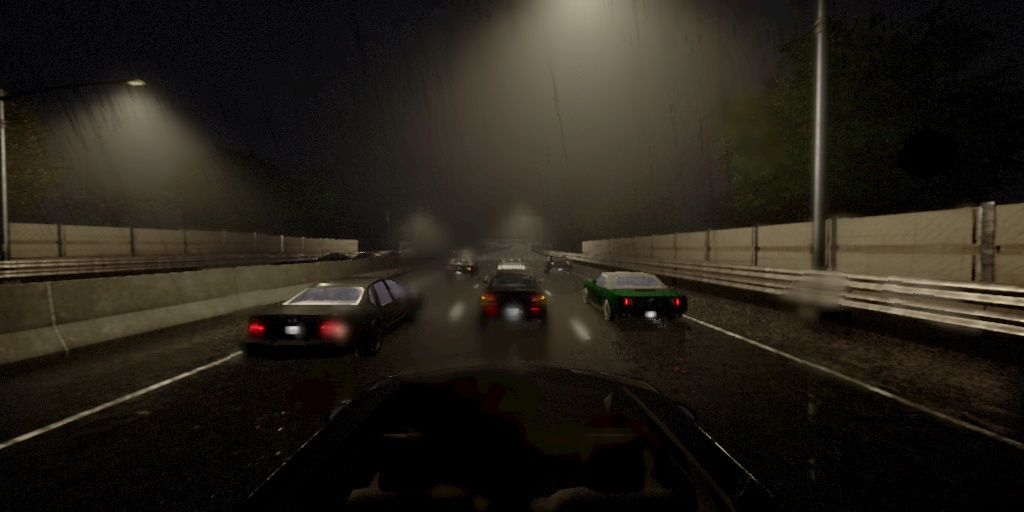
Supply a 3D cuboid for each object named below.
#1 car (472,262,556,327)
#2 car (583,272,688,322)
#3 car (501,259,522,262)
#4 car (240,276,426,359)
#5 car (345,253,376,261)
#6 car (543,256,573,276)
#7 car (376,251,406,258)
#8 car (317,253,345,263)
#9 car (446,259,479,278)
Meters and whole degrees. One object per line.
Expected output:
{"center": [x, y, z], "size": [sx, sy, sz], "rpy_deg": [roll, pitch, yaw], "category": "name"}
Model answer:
{"center": [0.042, 1.095, 10.643], "size": [1.812, 1.442, 4.674], "rpy_deg": [0, 1, 0], "category": "car"}
{"center": [3.547, 1.154, 11.373], "size": [1.895, 1.301, 4.718], "rpy_deg": [0, 1, 0], "category": "car"}
{"center": [-0.007, 0.844, 26.417], "size": [1.895, 1.301, 4.718], "rpy_deg": [0, 1, 0], "category": "car"}
{"center": [-3.458, 1.167, 8.193], "size": [2.033, 1.411, 5.357], "rpy_deg": [0, 1, 0], "category": "car"}
{"center": [-17.737, 0.382, 43.232], "size": [1.837, 1.490, 4.892], "rpy_deg": [0, 1, 0], "category": "car"}
{"center": [3.490, 0.702, 27.939], "size": [2.128, 1.511, 4.902], "rpy_deg": [0, 1, 0], "category": "car"}
{"center": [-14.237, 0.224, 43.366], "size": [2.097, 1.767, 4.553], "rpy_deg": [0, 1, 0], "category": "car"}
{"center": [-21.235, 0.365, 42.773], "size": [1.882, 1.535, 5.008], "rpy_deg": [0, 1, 0], "category": "car"}
{"center": [-3.508, 0.844, 26.423], "size": [1.895, 1.301, 4.718], "rpy_deg": [0, 1, 0], "category": "car"}
